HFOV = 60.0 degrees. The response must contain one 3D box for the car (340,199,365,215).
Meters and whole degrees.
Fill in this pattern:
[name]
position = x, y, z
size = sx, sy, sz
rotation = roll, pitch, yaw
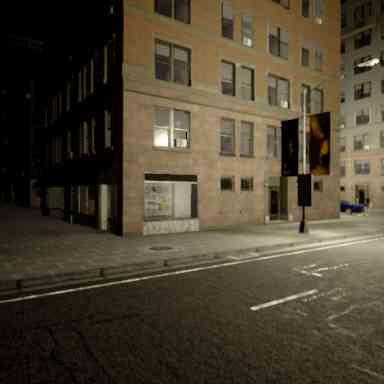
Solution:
[car]
position = 15.035, 1.446, 34.148
size = 1.882, 1.535, 5.008
rotation = 0, 0, -35
